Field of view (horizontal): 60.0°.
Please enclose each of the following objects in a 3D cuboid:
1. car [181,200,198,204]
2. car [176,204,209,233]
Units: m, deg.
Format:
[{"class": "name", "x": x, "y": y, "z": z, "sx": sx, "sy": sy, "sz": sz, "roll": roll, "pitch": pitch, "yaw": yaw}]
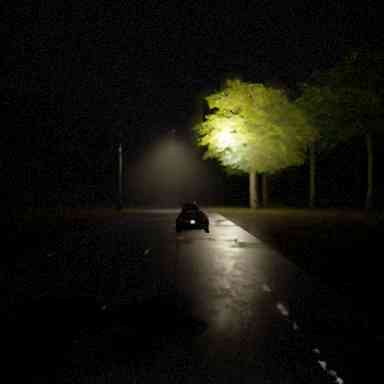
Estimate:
[{"class": "car", "x": -0.278, "y": 1.726, "z": 39.577, "sx": 1.837, "sy": 1.490, "sz": 4.892, "roll": 0, "pitch": -1, "yaw": -1}, {"class": "car", "x": 0.019, "y": 1.667, "z": 20.729, "sx": 1.994, "sy": 1.385, "sz": 4.181, "roll": -1, "pitch": 0, "yaw": 0}]
